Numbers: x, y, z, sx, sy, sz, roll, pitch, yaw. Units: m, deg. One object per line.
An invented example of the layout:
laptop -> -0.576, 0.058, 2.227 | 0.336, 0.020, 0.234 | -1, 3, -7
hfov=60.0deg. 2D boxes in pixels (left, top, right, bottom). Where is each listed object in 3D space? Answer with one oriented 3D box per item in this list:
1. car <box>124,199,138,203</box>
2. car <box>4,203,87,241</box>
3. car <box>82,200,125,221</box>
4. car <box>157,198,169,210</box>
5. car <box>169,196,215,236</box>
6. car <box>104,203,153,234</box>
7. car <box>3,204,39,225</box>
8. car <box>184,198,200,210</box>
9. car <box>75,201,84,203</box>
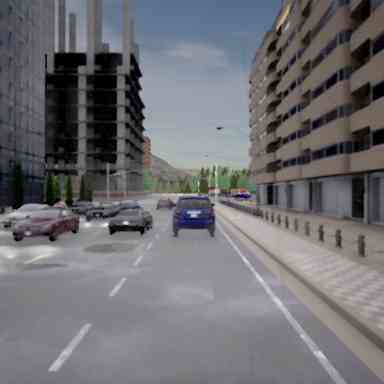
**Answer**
car -> -6.994, 1.507, 36.986 | 1.812, 1.442, 4.674 | 0, 0, 0
car -> -7.076, 1.518, 16.683 | 1.812, 1.442, 4.674 | 0, 0, 0
car -> -7.020, 1.551, 26.726 | 1.994, 1.385, 4.181 | 0, 0, 0
car -> -3.445, 1.470, 43.007 | 2.128, 1.511, 4.902 | 0, 0, 1
car -> 0.115, 1.212, 18.599 | 2.150, 2.045, 5.566 | 0, 0, 0
car -> -3.398, 1.554, 19.093 | 1.994, 1.385, 4.181 | 0, 0, 0
car -> -10.555, 1.515, 22.119 | 1.812, 1.442, 4.674 | 0, 0, 0
car -> 0.053, 1.543, 42.871 | 1.994, 1.385, 4.181 | 0, 0, 1
car -> -10.495, 1.548, 31.922 | 1.994, 1.385, 4.181 | 0, 0, 0
